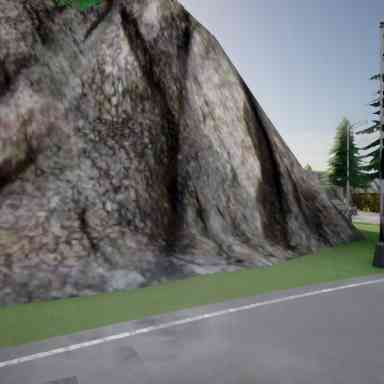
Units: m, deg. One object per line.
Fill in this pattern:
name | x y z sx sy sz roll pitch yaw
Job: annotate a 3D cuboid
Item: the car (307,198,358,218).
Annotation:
car | 12.632 1.355 30.180 2.097 1.767 4.553 0 0 -24
